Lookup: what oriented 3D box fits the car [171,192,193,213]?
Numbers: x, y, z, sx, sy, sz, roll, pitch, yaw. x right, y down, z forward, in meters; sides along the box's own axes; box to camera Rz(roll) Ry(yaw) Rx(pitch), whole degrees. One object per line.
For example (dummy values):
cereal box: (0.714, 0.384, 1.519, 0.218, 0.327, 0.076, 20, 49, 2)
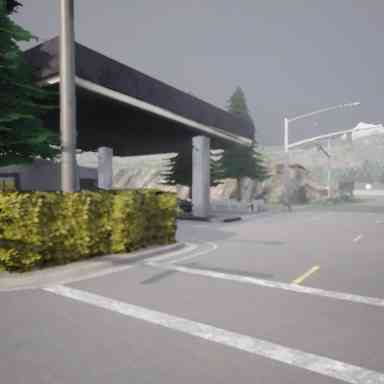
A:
car: (-1.966, 0.907, 29.121, 3.866, 1.878, 1.905, 0, 1, 35)
